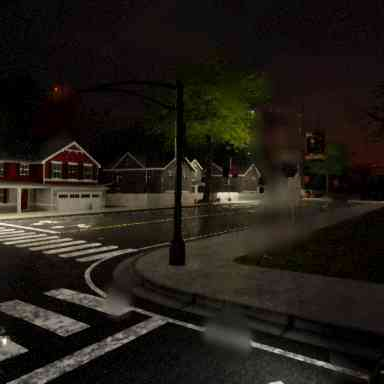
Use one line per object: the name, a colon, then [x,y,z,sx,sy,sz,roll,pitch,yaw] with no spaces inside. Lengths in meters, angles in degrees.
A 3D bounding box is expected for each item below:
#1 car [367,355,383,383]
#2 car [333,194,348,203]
car: [3.346,1.506,1.295,4.892,1.490,1.837,0,0,35]
car: [27.979,1.208,62.741,2.128,1.511,4.902,1,0,36]
